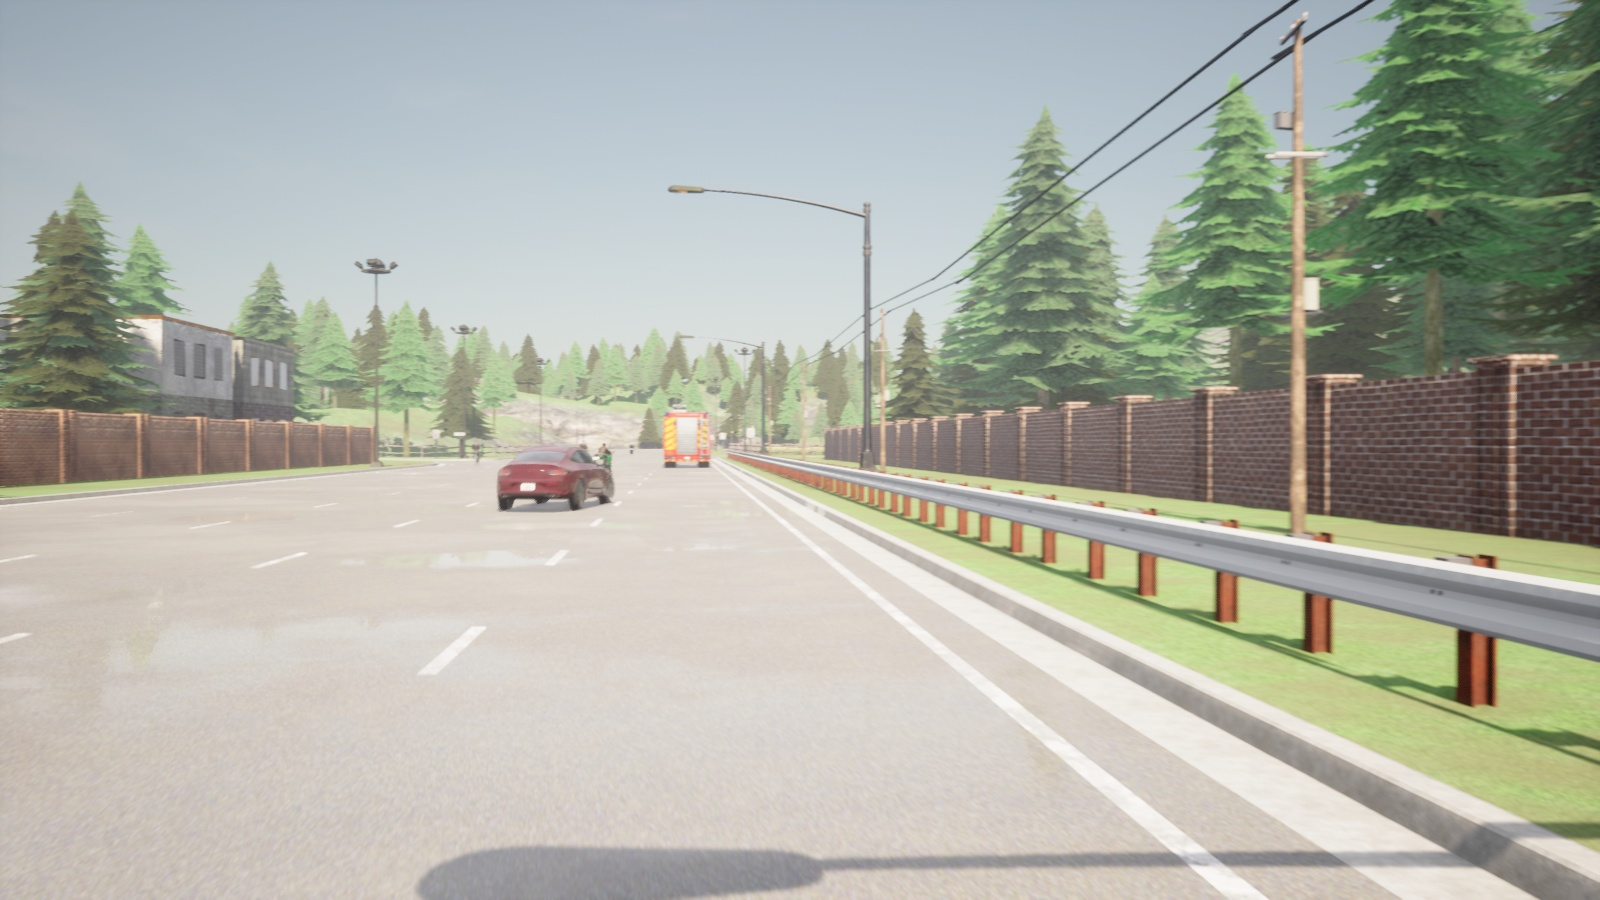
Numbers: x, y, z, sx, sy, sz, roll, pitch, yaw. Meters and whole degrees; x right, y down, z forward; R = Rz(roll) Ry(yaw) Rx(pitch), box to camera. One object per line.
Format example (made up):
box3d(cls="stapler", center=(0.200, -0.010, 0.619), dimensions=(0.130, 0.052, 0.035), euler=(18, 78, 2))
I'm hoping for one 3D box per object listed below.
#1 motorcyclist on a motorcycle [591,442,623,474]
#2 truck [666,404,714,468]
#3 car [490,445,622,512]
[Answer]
box3d(cls="motorcyclist on a motorcycle", center=(-9.313, 0.384, 60.793), dimensions=(0.797, 1.523, 2.044), euler=(-1, 0, 13))
box3d(cls="truck", center=(-6.955, -0.869, 79.602), dimensions=(2.891, 3.827, 8.468), euler=(0, 0, -5))
box3d(cls="car", center=(-5.584, 0.606, 29.333), dimensions=(1.812, 1.442, 4.674), euler=(0, 0, 5))
